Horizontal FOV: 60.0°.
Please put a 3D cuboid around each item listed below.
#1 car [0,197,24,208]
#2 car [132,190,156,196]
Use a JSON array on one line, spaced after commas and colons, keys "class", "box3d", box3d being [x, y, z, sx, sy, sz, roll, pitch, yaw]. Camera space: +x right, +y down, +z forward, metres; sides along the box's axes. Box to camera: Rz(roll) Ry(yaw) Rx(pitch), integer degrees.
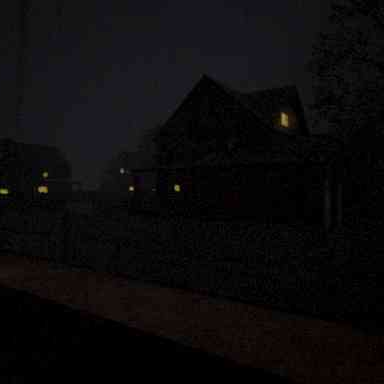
[{"class": "car", "box3d": [-16.055, 1.188, 27.136, 1.812, 1.442, 4.674, 1, 2, 36]}, {"class": "car", "box3d": [-5.854, 0.600, 41.447, 2.097, 1.767, 4.553, 1, 2, 36]}]
